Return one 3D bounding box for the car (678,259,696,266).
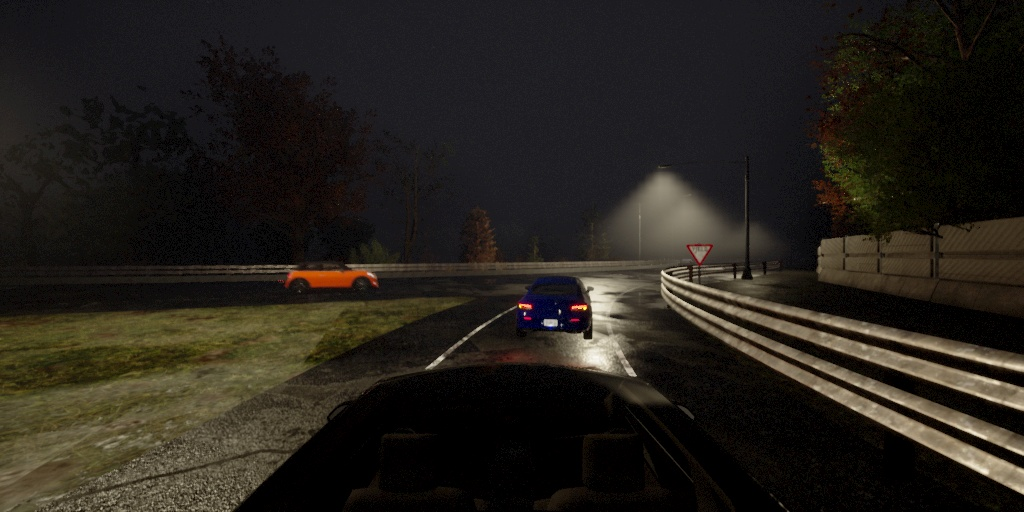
[{"bbox_3d":[28.091,1.229,57.361,2.128,1.511,4.902,0,0,39],"label":"car"}]

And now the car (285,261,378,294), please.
[{"bbox_3d":[-10.003,1.094,20.209,4.553,1.767,2.097,0,0,-23],"label":"car"}]

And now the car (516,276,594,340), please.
[{"bbox_3d":[1.277,1.274,9.987,1.812,1.442,4.674,0,0,11],"label":"car"}]
